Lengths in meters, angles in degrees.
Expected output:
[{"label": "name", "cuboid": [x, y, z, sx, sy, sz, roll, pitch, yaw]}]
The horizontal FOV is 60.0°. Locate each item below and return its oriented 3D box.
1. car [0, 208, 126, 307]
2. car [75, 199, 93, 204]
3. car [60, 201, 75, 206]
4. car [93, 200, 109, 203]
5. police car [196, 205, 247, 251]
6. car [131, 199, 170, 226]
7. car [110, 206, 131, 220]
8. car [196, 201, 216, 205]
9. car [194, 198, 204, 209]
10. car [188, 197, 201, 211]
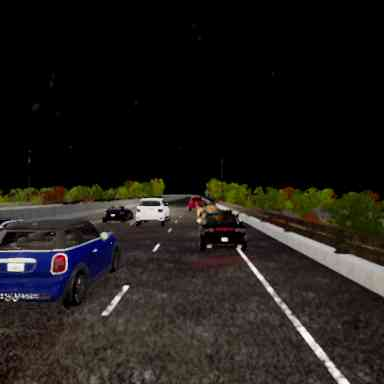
[{"label": "car", "cuboid": [-3.278, 1.459, 8.389, 2.097, 1.767, 4.553, 0, -1, 1]}, {"label": "car", "cuboid": [-20.178, 2.147, 64.068, 2.097, 1.767, 4.553, 0, -1, 1]}, {"label": "car", "cuboid": [-23.674, 2.354, 63.898, 1.994, 1.385, 4.181, 0, -1, 1]}, {"label": "car", "cuboid": [-16.696, 2.302, 63.462, 1.812, 1.442, 4.674, 0, -1, 1]}, {"label": "police car", "cuboid": [1.258, 1.600, 15.043, 1.930, 1.638, 5.238, 0, -1, 1]}, {"label": "car", "cuboid": [-3.049, 1.540, 26.616, 2.150, 2.045, 5.566, 0, -1, 1]}, {"label": "car", "cuboid": [-6.509, 1.924, 29.486, 1.994, 1.385, 4.181, 0, -1, 1]}, {"label": "car", "cuboid": [1.386, 1.747, 25.121, 1.801, 1.575, 5.366, 0, -1, 1]}, {"label": "car", "cuboid": [1.459, 1.709, 30.901, 2.097, 1.767, 4.553, 0, -1, 1]}, {"label": "car", "cuboid": [0.644, 1.795, 49.418, 2.150, 2.045, 5.566, 0, -1, 1]}]
